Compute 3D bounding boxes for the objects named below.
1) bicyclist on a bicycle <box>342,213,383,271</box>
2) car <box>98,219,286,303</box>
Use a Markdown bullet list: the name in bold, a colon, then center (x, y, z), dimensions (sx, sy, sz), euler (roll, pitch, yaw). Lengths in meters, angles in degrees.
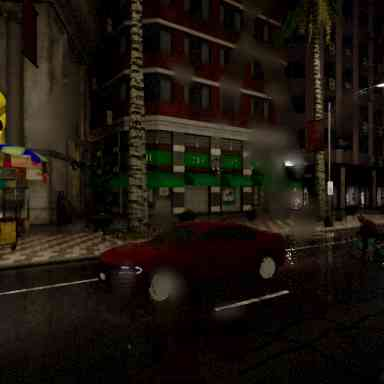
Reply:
- **bicyclist on a bicycle**: center (5.143, 1.455, 9.719), dimensions (0.582, 1.620, 1.656), euler (0, -2, -35)
- **car**: center (0.190, 1.478, 8.356), dimensions (5.008, 1.535, 1.882), euler (0, 0, -35)
